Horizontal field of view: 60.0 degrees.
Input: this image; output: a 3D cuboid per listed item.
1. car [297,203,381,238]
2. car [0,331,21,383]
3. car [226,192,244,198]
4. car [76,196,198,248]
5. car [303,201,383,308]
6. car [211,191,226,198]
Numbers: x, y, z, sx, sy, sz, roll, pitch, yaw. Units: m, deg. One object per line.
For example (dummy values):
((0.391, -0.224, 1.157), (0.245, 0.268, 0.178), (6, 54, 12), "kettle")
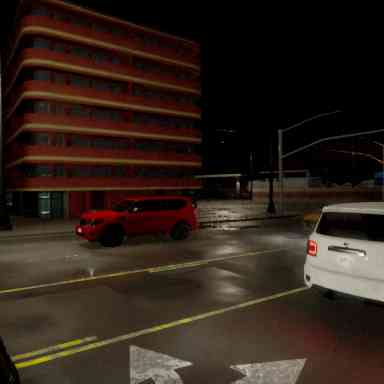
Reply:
((8.165, 1.434, 18.298), (5.008, 1.535, 1.882), (0, 0, -35), "car")
((-3.680, 1.222, 1.126), (5.566, 2.045, 2.150), (0, 0, -35), "car")
((11.343, 0.818, 85.094), (3.806, 1.475, 1.970), (-1, 1, -35), "car")
((-2.328, 1.220, 15.205), (5.566, 2.045, 2.150), (0, 0, -35), "car")
((4.761, 1.218, 7.127), (5.566, 2.045, 2.150), (0, 0, -35), "car")
((7.375, 0.671, 89.318), (4.611, 1.667, 2.242), (-1, 1, -35), "car")
